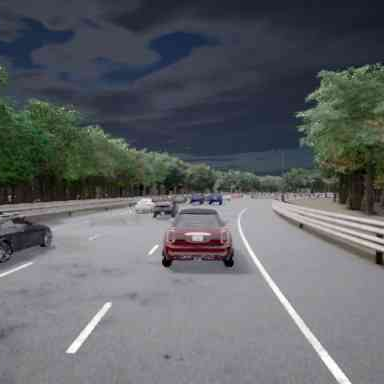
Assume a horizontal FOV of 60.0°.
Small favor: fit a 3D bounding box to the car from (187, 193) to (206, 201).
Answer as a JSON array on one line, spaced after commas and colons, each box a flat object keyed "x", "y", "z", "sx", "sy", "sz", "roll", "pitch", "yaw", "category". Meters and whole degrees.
[{"x": 1.025, "y": 1.176, "z": 60.630, "sx": 2.150, "sy": 2.045, "sz": 5.566, "roll": 0, "pitch": 0, "yaw": 9, "category": "car"}]

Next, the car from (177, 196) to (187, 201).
[{"x": -2.104, "y": 1.499, "z": 63.436, "sx": 1.994, "sy": 1.385, "sz": 4.181, "roll": 0, "pitch": 0, "yaw": 9, "category": "car"}]

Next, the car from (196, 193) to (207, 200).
[{"x": 2.599, "y": 1.224, "z": 90.136, "sx": 2.097, "sy": 1.767, "sz": 4.553, "roll": 0, "pitch": 0, "yaw": 12, "category": "car"}]

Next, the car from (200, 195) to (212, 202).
[{"x": 3.205, "y": 1.440, "z": 74.758, "sx": 2.128, "sy": 1.511, "sz": 4.902, "roll": 0, "pitch": 0, "yaw": 10, "category": "car"}]

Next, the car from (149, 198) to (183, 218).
[{"x": -2.239, "y": 1.504, "z": 29.873, "sx": 1.837, "sy": 1.490, "sz": 4.892, "roll": 0, "pitch": -1, "yaw": 4, "category": "car"}]

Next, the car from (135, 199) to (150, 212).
[{"x": -5.134, "y": 1.515, "z": 37.876, "sx": 1.812, "sy": 1.442, "sz": 4.674, "roll": 1, "pitch": 0, "yaw": 5, "category": "car"}]

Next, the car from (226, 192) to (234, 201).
[{"x": 8.655, "y": 1.112, "z": 84.837, "sx": 2.150, "sy": 2.045, "sz": 5.566, "roll": 0, "pitch": 0, "yaw": 11, "category": "car"}]

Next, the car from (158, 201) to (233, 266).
[{"x": 0.234, "y": 1.353, "z": 11.685, "sx": 2.097, "sy": 1.767, "sz": 4.553, "roll": 0, "pitch": 0, "yaw": 2, "category": "car"}]

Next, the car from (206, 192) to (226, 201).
[{"x": 4.372, "y": 1.185, "z": 59.748, "sx": 2.150, "sy": 2.045, "sz": 5.566, "roll": 0, "pitch": 0, "yaw": 8, "category": "car"}]

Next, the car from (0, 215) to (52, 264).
[{"x": -6.715, "y": 1.519, "z": 11.756, "sx": 1.812, "sy": 1.442, "sz": 4.674, "roll": 0, "pitch": 0, "yaw": 2, "category": "car"}]
